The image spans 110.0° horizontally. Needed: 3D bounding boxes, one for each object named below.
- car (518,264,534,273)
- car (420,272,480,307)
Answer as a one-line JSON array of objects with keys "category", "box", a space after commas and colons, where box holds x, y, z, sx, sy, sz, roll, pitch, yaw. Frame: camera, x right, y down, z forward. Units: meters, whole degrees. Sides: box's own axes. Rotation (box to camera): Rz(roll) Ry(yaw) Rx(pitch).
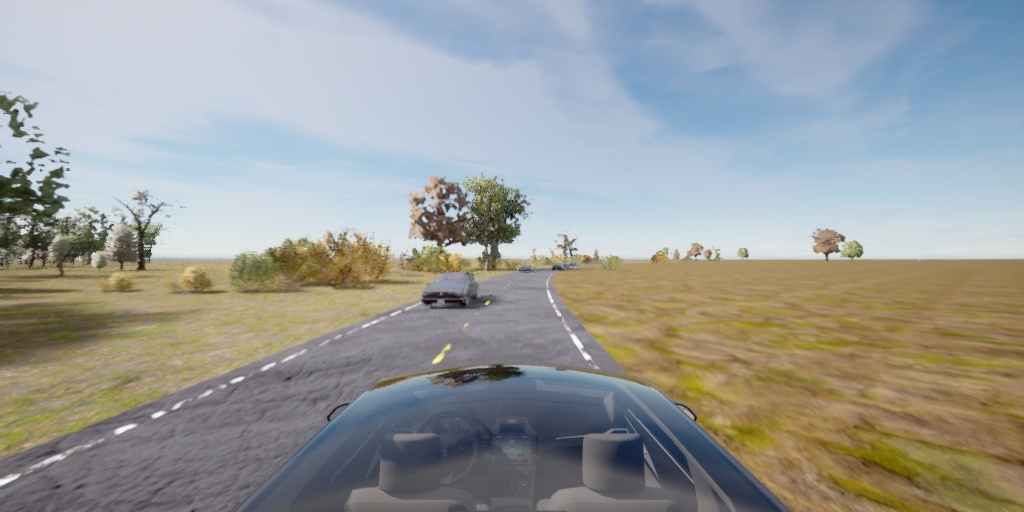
[{"category": "car", "box": [2.283, 1.905, 56.669, 1.994, 1.385, 4.181, 0, -1, 11]}, {"category": "car", "box": [-2.676, 1.455, 16.821, 2.033, 1.411, 5.357, 0, -1, 3]}]
